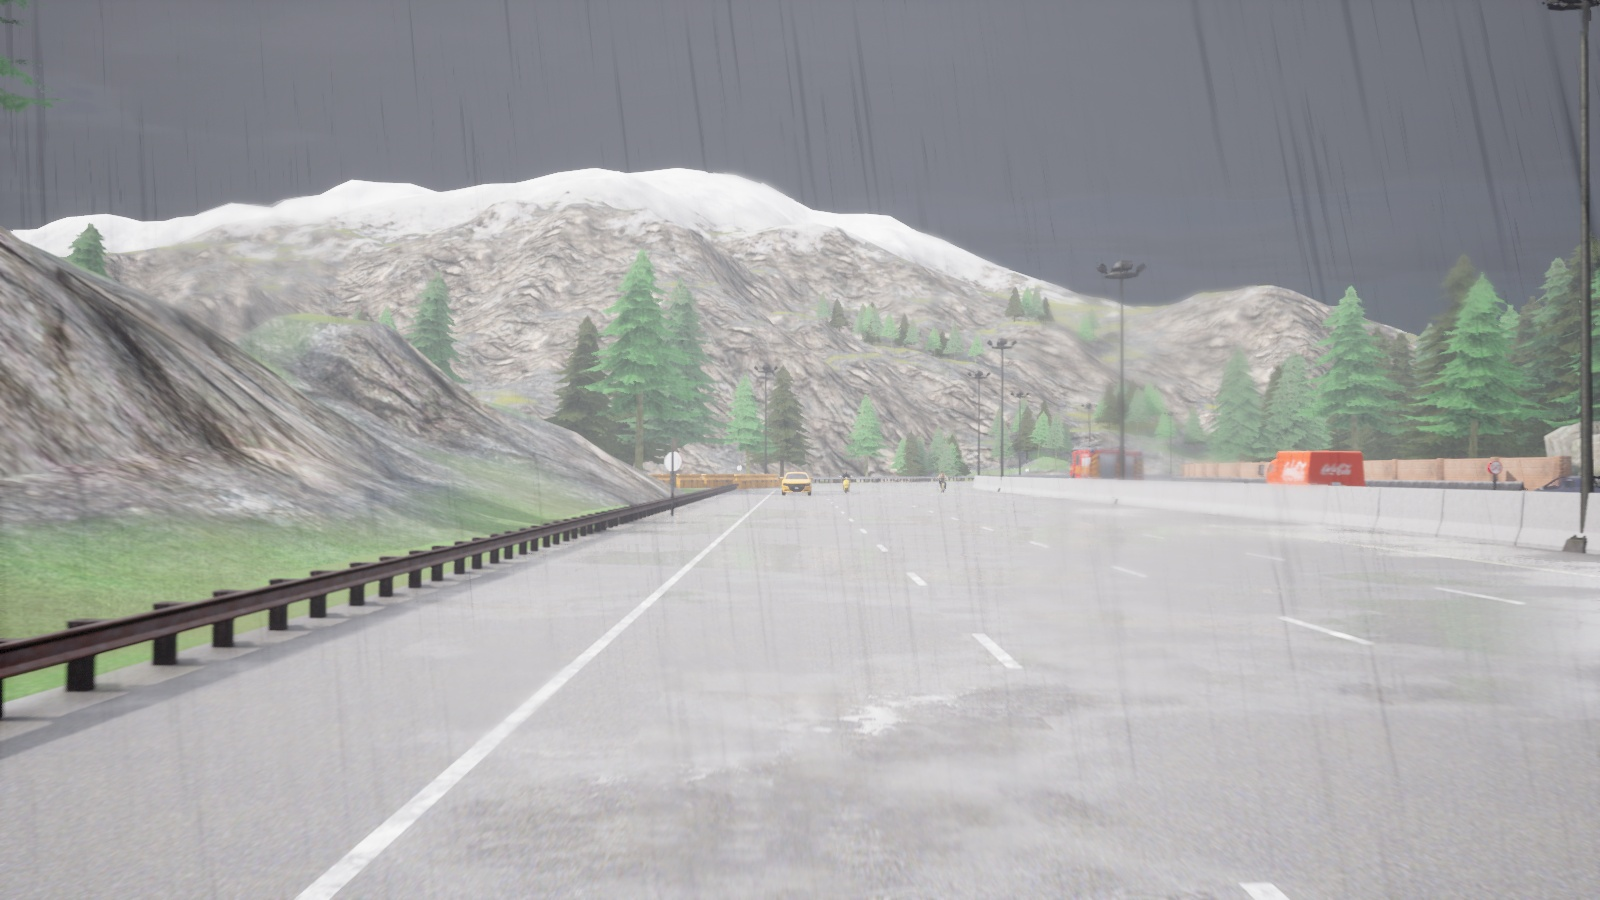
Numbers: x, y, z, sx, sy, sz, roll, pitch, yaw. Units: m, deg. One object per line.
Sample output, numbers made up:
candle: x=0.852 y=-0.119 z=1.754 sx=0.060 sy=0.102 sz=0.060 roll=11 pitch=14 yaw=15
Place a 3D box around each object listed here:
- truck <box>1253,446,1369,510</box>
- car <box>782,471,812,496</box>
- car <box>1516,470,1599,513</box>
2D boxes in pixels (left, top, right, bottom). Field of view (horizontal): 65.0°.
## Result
truck: x=20.873 y=1.114 z=51.619 sx=2.627 sy=2.467 sz=5.204 roll=0 pitch=-1 yaw=0
car: x=-0.195 y=2.141 z=80.505 sx=1.882 sy=1.535 sz=5.008 roll=0 pitch=-1 yaw=0
car: x=27.890 y=1.478 z=45.436 sx=1.845 sy=1.501 sz=3.633 roll=0 pitch=-1 yaw=0
